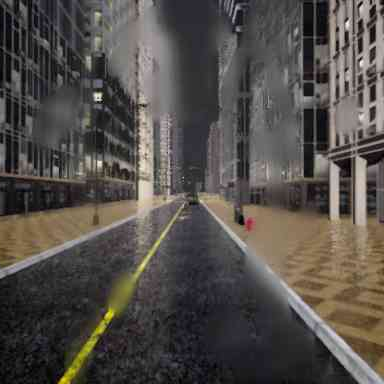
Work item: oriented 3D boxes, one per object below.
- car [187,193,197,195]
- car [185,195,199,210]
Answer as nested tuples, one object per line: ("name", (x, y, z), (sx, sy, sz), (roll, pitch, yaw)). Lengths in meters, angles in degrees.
("car", (0.003, 1.206, 53.367), (2.150, 2.045, 5.566), (0, 0, 0))
("car", (0.002, 1.480, 43.118), (2.128, 1.511, 4.902), (0, 0, 0))
